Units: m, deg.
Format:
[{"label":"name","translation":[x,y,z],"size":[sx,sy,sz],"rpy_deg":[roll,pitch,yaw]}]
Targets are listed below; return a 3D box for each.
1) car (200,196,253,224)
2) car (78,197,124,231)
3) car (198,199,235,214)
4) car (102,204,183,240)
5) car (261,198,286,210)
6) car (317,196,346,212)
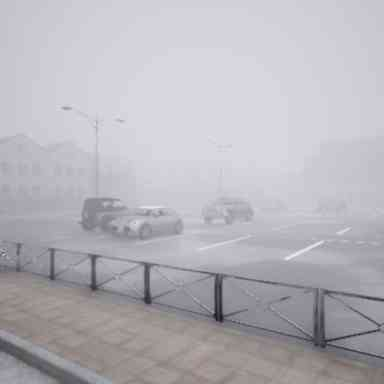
[{"label":"car","translation":[2.631,1.226,23.687],"size":[1.932,1.855,4.605],"rpy_deg":[-1,0,35]},{"label":"car","translation":[-4.586,1.242,19.146],"size":[1.905,1.878,3.866],"rpy_deg":[-1,0,35]},{"label":"car","translation":[2.721,1.505,35.867],"size":[2.007,1.523,4.514],"rpy_deg":[-1,0,35]},{"label":"car","translation":[-2.217,1.489,16.730],"size":[1.970,1.475,3.806],"rpy_deg":[-1,0,35]},{"label":"car","translation":[9.773,1.399,39.522],"size":[1.970,1.475,3.806],"rpy_deg":[-1,0,35]},{"label":"car","translation":[15.206,1.249,36.093],"size":[2.152,1.636,5.027],"rpy_deg":[-1,0,35]}]
